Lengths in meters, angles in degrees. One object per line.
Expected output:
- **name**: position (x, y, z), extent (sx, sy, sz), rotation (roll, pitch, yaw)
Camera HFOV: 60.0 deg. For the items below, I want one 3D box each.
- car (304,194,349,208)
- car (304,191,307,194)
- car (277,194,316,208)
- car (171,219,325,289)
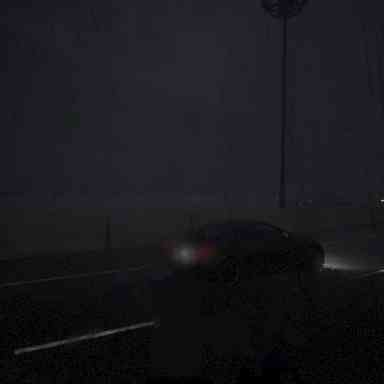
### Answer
- **car**: position (11.670, 1.175, 28.799), extent (5.357, 1.411, 2.033), rotation (0, 1, -38)
- **car**: position (12.756, 0.770, 34.157), extent (5.566, 2.045, 2.150), rotation (0, 1, -39)
- **car**: position (12.030, 0.979, 38.132), extent (4.892, 1.490, 1.837), rotation (0, 1, -40)
- **car**: position (1.544, 1.425, 8.796), extent (4.181, 1.385, 1.994), rotation (0, 1, -32)
